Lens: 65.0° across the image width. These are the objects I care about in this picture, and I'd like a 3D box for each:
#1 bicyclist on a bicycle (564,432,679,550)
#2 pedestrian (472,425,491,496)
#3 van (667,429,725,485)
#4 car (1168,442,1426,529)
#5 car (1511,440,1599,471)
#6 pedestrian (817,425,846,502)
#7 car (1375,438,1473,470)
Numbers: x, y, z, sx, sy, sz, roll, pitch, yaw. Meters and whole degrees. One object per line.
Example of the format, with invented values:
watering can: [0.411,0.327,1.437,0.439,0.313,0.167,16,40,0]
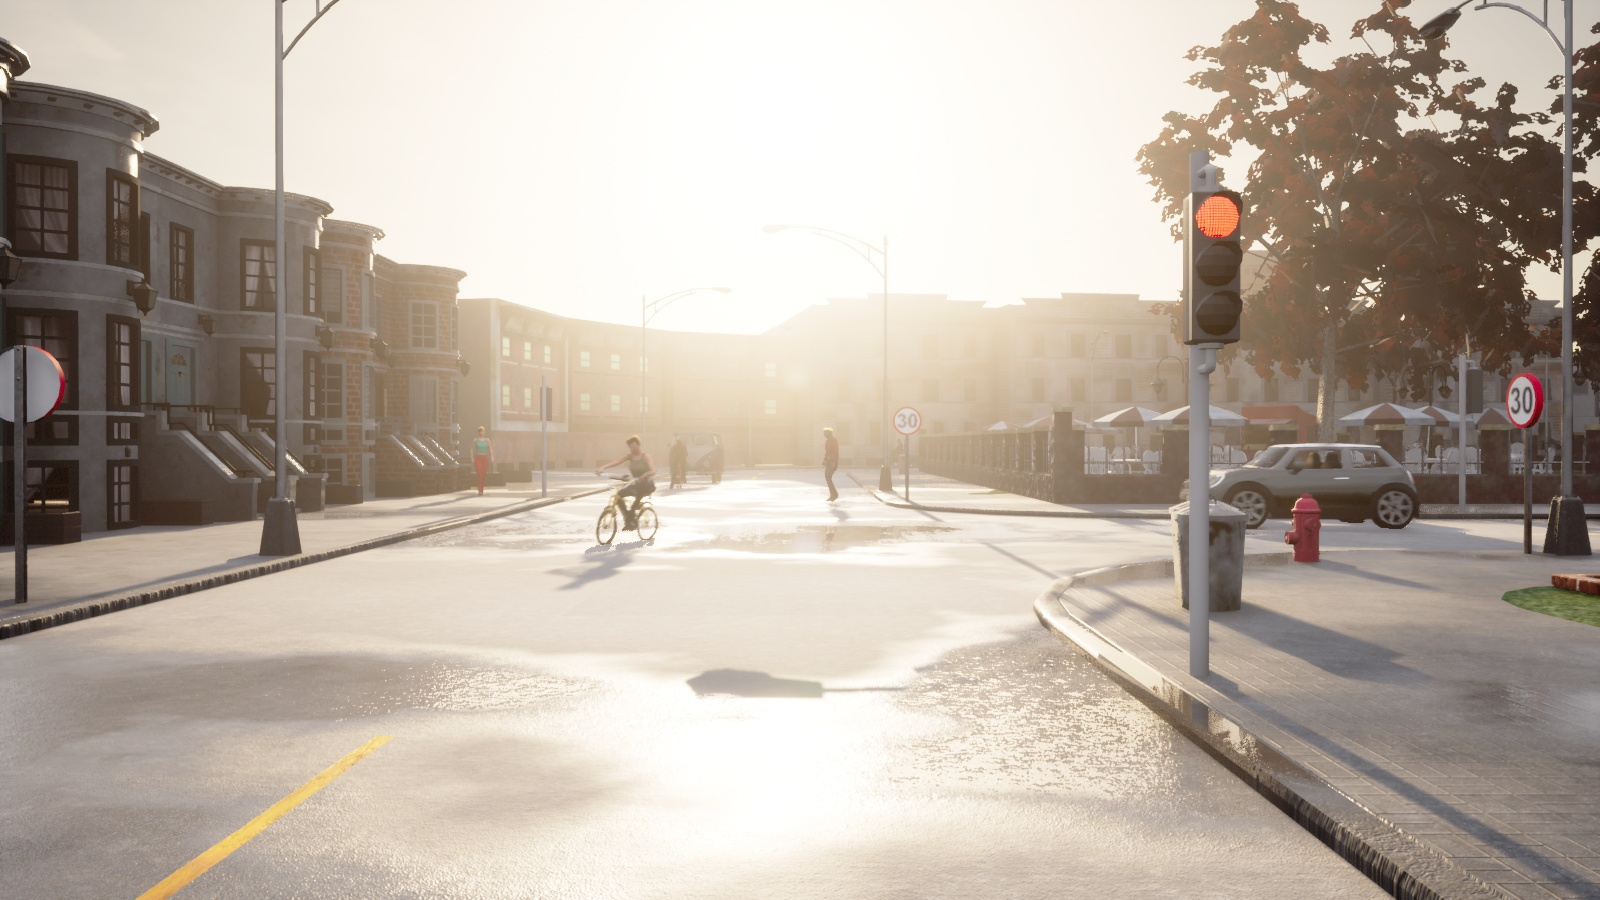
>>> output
bicyclist on a bicycle: [-2.618,0.576,18.592,0.866,1.612,1.509,4,2,30]
pedestrian: [-8.312,0.264,32.799,0.345,1.836,0.594,0,0,-28]
van: [-3.846,0.230,47.095,1.775,1.987,4.442,0,0,0]
car: [8.728,0.593,22.324,3.806,1.475,1.970,0,0,0]
car: [40.752,0.296,67.501,3.988,1.617,1.851,0,0,0]
pedestrian: [0.768,0.329,30.548,0.636,1.846,0.331,0,0,-25]
car: [35.479,0.230,71.509,4.553,1.767,2.097,0,0,0]
